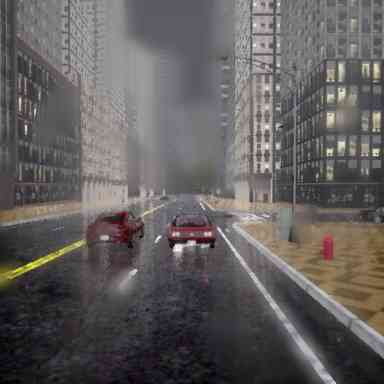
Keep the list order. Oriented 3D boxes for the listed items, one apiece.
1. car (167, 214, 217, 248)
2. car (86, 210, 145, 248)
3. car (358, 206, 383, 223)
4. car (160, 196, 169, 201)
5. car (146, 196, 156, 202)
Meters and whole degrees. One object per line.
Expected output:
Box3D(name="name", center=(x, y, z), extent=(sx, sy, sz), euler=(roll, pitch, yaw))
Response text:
Box3D(name="car", center=(0.000, 1.613, 14.683), extent=(1.895, 1.301, 4.718), euler=(0, 0, 0))
Box3D(name="car", center=(-3.250, 1.529, 14.653), extent=(1.812, 1.442, 4.674), euler=(0, 0, 0))
Box3D(name="car", center=(15.921, 1.819, 27.113), extent=(4.403, 1.369, 2.008), euler=(1, 0, -1))
Box3D(name="car", center=(-6.499, 1.527, 78.507), extent=(1.994, 1.385, 4.181), euler=(0, 0, 0))
Box3D(name="car", center=(-9.749, 1.570, 78.478), extent=(1.895, 1.301, 4.718), euler=(0, 0, 0))
